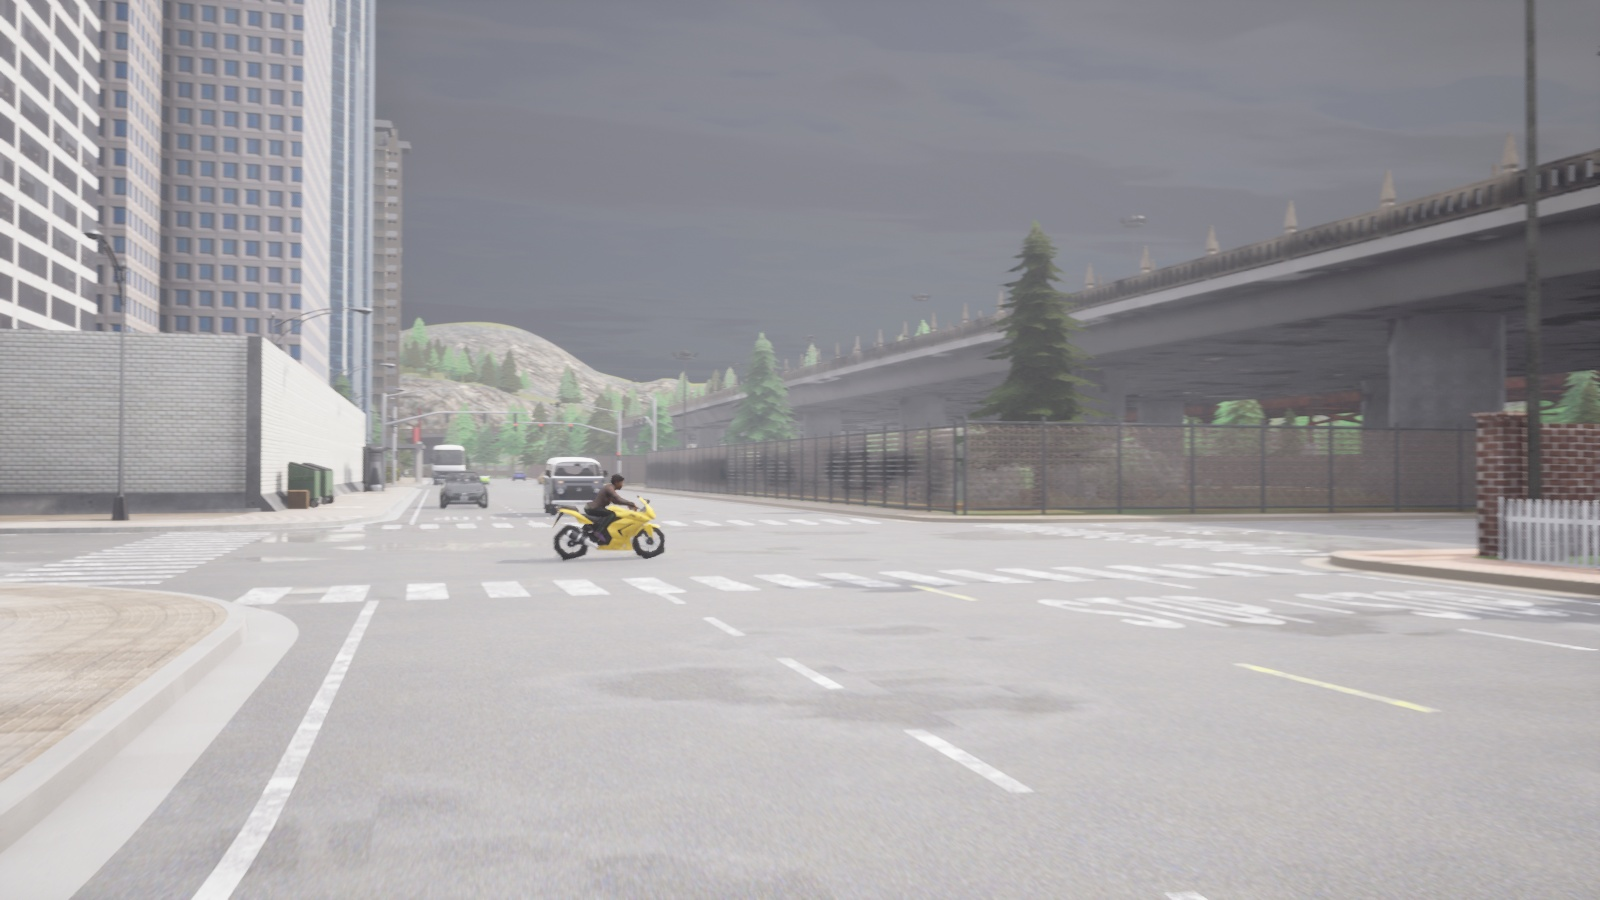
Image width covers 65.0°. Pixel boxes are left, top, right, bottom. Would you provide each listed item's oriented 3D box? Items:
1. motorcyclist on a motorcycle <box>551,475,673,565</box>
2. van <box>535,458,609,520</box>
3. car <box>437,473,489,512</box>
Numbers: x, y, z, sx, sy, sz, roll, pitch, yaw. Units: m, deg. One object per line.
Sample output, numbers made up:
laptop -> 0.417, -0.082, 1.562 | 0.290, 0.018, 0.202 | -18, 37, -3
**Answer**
motorcyclist on a motorcycle -> -3.360, 1.227, 22.412 | 2.044, 1.523, 0.797 | 0, -1, -16
van -> -8.045, 1.324, 44.011 | 2.069, 2.038, 4.480 | 0, -1, -16
car -> -14.060, 1.720, 52.195 | 2.007, 1.525, 4.514 | 0, -1, -16
